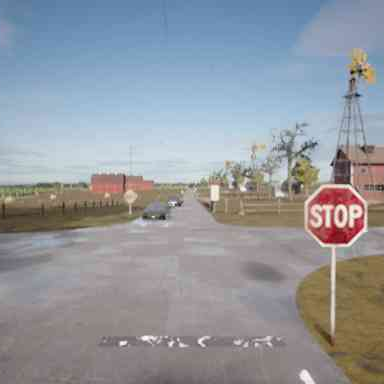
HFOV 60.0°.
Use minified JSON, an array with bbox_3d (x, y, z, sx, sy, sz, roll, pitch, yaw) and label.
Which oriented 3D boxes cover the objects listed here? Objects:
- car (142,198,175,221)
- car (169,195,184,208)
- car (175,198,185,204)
[{"bbox_3d":[-2.796,1.546,27.354,1.882,1.535,5.008,0,1,2],"label":"car"},{"bbox_3d":[-2.760,1.504,52.485,2.150,2.045,5.566,0,1,0],"label":"car"},{"bbox_3d":[-2.765,1.991,76.828,2.033,1.411,5.357,0,-1,0],"label":"car"}]
